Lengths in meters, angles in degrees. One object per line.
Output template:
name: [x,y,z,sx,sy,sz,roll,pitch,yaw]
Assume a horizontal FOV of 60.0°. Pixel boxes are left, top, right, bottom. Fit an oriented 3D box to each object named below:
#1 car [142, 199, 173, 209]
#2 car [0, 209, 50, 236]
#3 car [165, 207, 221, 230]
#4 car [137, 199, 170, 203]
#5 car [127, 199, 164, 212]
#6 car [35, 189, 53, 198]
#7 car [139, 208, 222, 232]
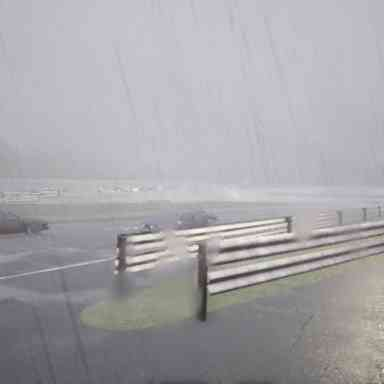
car: [-5.392,1.888,52.590,2.128,1.511,4.902,1,-1,37]
car: [-9.985,1.550,16.562,2.033,1.411,5.357,1,-1,37]
car: [0.148,1.836,24.392,1.994,1.385,4.181,1,-1,36]
car: [-4.618,1.877,41.860,1.994,1.385,4.181,1,-1,36]
car: [-6.285,1.800,45.495,2.128,1.511,4.902,1,-1,36]
car: [-26.682,0.176,59.143,1.837,1.490,4.892,1,2,24]
car: [-0.408,1.761,17.906,2.033,1.411,5.357,1,-1,36]
